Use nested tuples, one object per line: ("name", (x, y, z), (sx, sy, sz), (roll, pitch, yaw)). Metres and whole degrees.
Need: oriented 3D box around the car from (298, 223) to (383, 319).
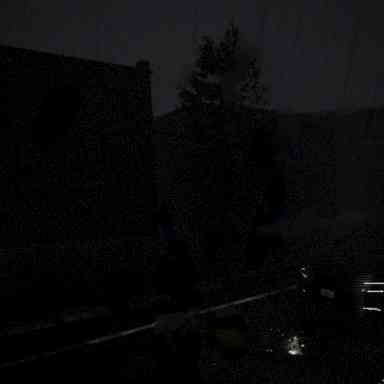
("car", (4.325, 1.424, 7.077), (5.008, 1.535, 1.882), (0, 0, -35))
